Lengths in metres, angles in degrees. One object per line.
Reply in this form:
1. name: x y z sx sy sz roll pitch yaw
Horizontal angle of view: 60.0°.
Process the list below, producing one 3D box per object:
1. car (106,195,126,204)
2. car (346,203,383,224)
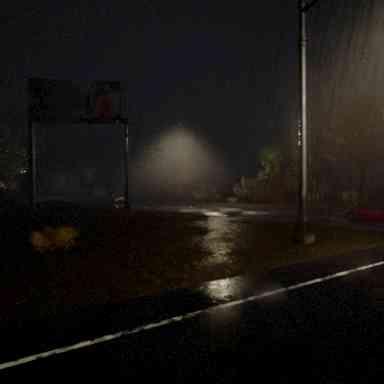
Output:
1. car: -12.777 1.193 55.731 1.882 1.535 5.008 -1 0 -36
2. car: 12.061 1.381 21.144 1.994 1.385 4.181 -1 0 -36
